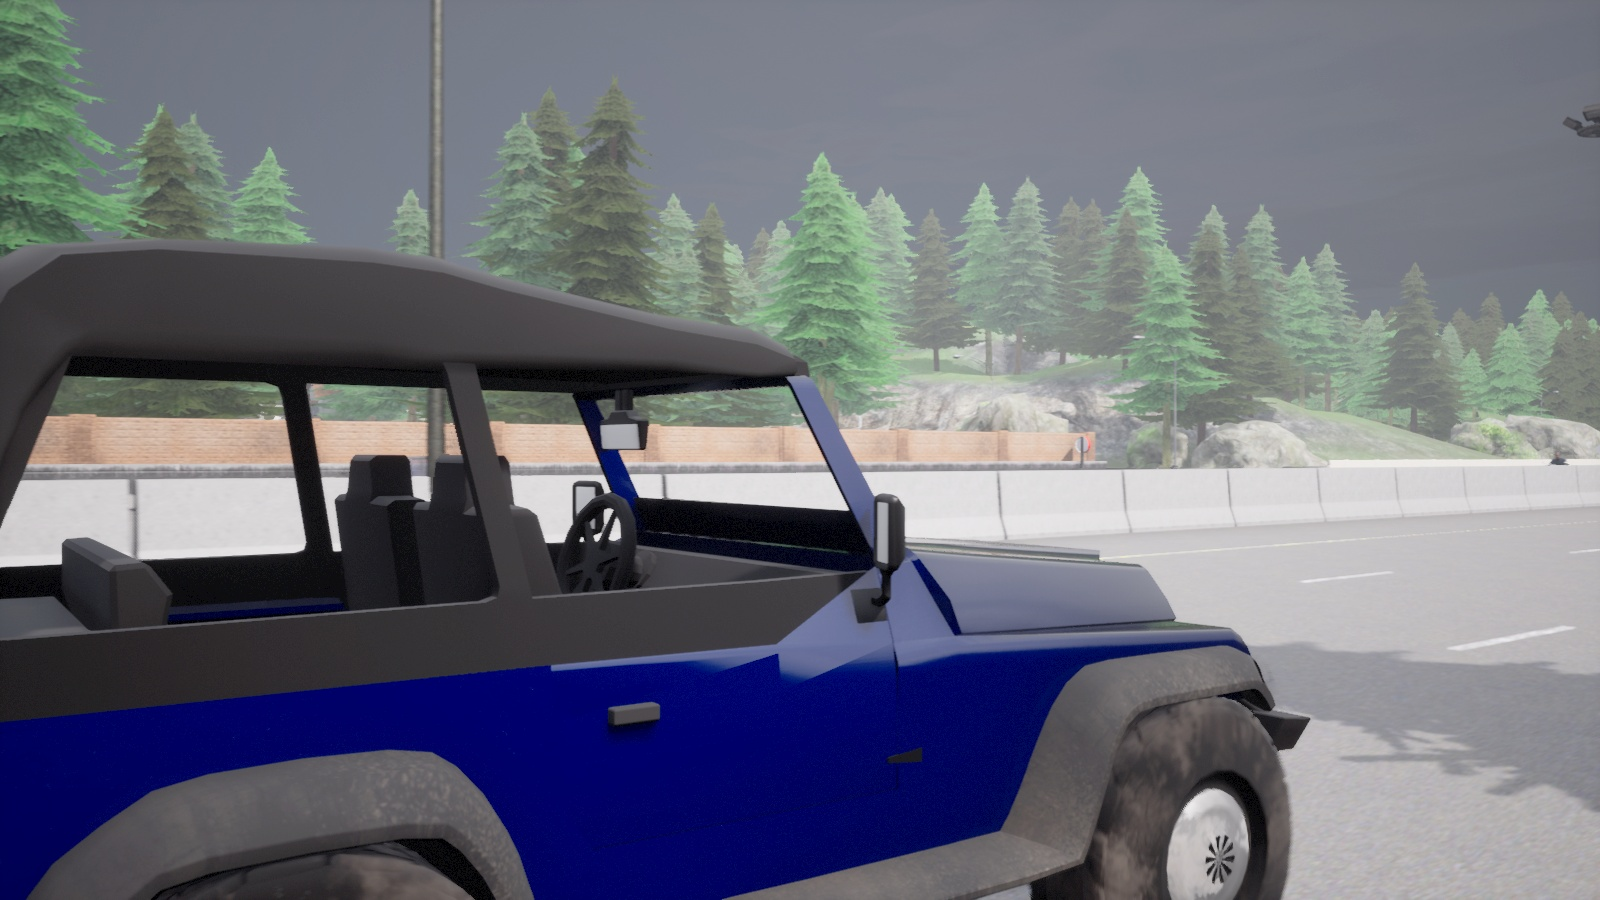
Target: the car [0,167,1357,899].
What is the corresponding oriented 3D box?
[{"bbox_3d":[-0.495,0.551,3.338,3.866,1.878,1.905,0,0,-36],"label":"car"}]
